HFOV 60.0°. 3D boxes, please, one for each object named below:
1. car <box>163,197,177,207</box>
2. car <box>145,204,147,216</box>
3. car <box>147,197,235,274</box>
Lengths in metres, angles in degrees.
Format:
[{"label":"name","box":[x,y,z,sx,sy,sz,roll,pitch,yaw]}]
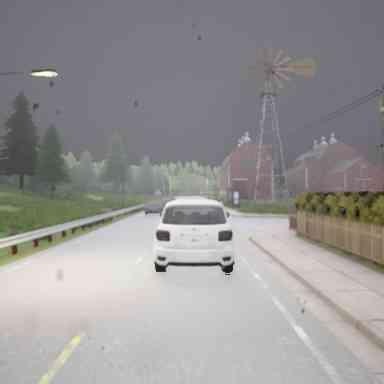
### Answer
[{"label":"car","box":[-3.521,1.642,53.756,1.837,1.490,4.892,0,0,0]},{"label":"car","box":[-3.606,1.568,33.630,1.837,1.490,4.892,0,0,0]},{"label":"car","box":[0.075,1.244,10.781,2.150,2.045,5.566,0,0,0]}]
